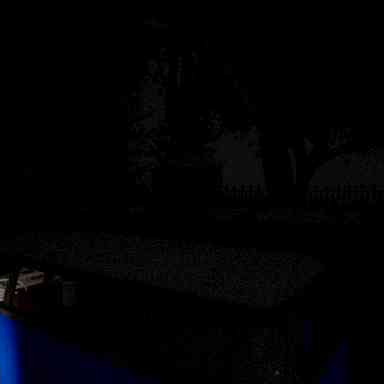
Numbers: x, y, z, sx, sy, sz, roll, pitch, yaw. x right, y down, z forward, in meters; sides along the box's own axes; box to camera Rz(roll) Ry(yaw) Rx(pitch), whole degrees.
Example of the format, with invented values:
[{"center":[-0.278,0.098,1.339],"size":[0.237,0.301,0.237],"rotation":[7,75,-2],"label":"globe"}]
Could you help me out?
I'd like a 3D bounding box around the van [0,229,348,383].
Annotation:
[{"center":[-0.649,1.341,3.174],"size":[3.998,1.788,1.690],"rotation":[0,0,35],"label":"van"}]
